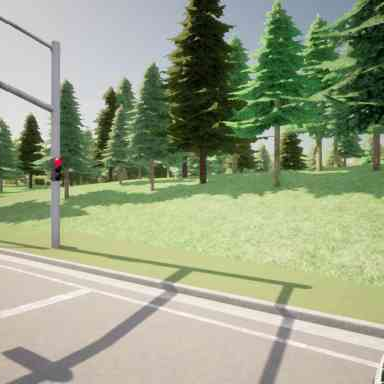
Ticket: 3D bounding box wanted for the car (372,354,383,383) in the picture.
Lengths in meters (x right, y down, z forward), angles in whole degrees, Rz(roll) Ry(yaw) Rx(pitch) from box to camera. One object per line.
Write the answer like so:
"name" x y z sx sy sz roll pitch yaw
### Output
"car" 3.381 1.352 1.583 4.553 1.767 2.097 0 0 35
